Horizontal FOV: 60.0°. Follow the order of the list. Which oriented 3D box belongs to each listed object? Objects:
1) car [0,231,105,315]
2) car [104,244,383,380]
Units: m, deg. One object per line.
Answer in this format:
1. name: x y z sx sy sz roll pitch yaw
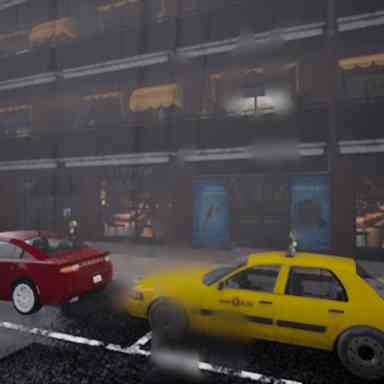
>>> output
1. car: -3.868 1.506 7.157 4.507 1.381 1.887 0 -1 22
2. car: 1.241 1.507 5.118 4.829 1.417 1.752 0 -1 22
